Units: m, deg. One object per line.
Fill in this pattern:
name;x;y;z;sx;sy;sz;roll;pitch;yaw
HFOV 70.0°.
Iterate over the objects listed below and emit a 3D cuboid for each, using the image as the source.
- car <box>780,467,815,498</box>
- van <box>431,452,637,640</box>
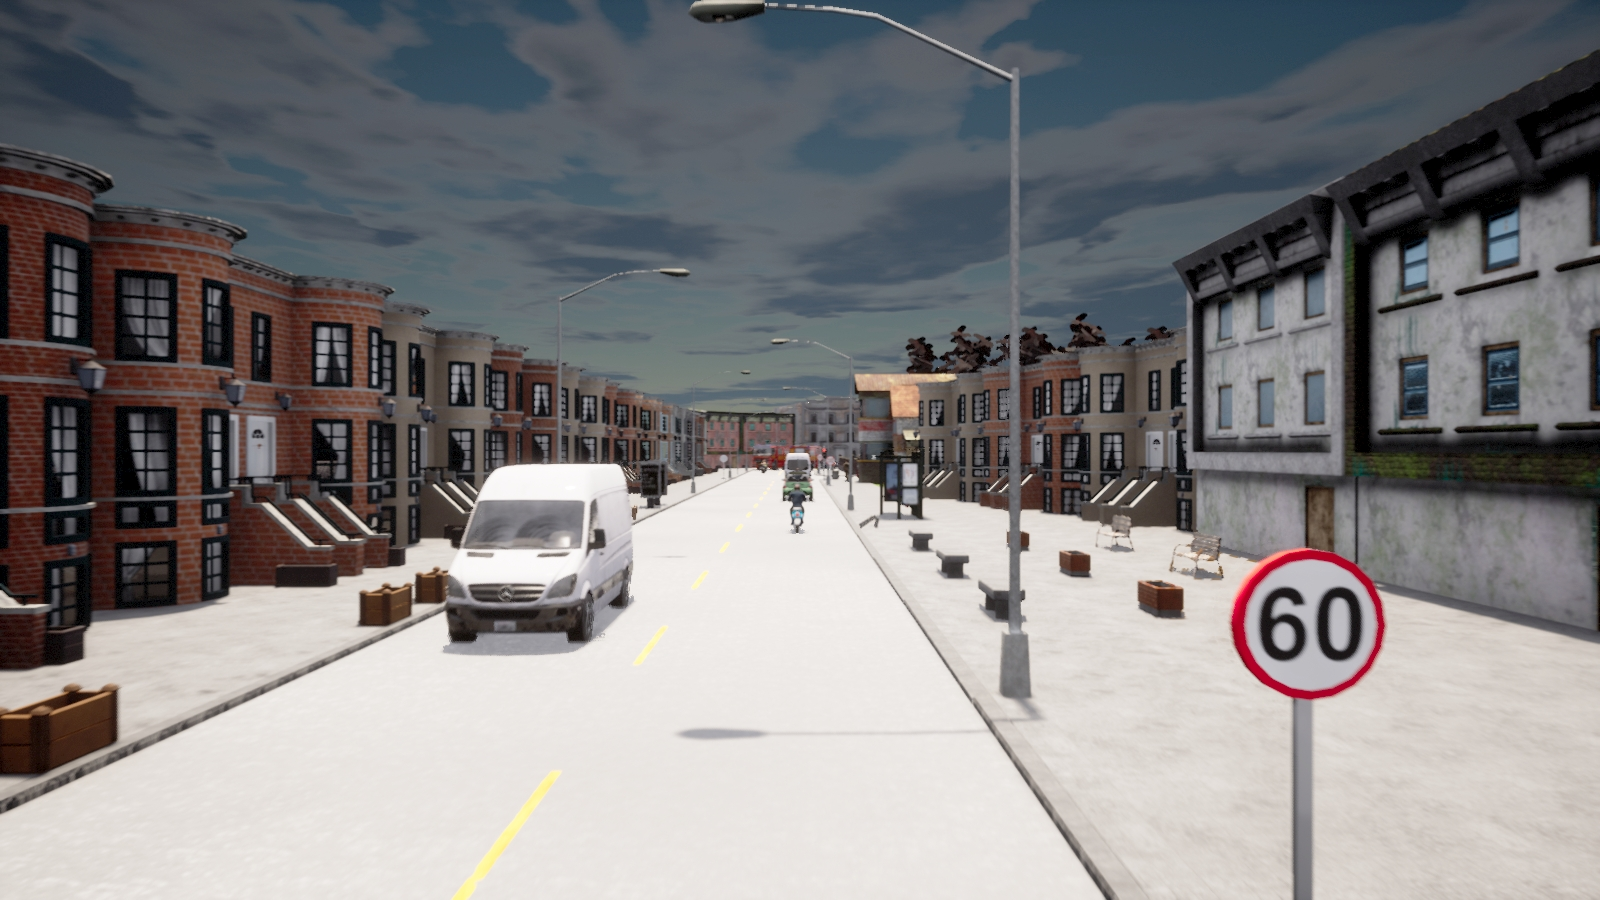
car;-0.132;1.780;63.440;1.851;1.617;3.988;0;0;0
van;-4.052;1.314;18.562;1.988;2.561;5.915;0;0;0
